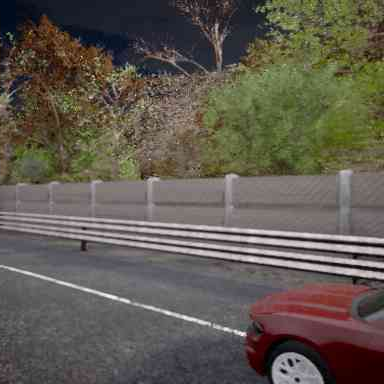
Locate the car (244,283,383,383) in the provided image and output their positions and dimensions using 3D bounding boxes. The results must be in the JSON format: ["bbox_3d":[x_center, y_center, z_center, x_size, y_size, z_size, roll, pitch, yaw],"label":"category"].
[{"bbox_3d":[2.921,1.532,3.208,5.008,1.535,1.882,0,-1,37],"label":"car"}]
